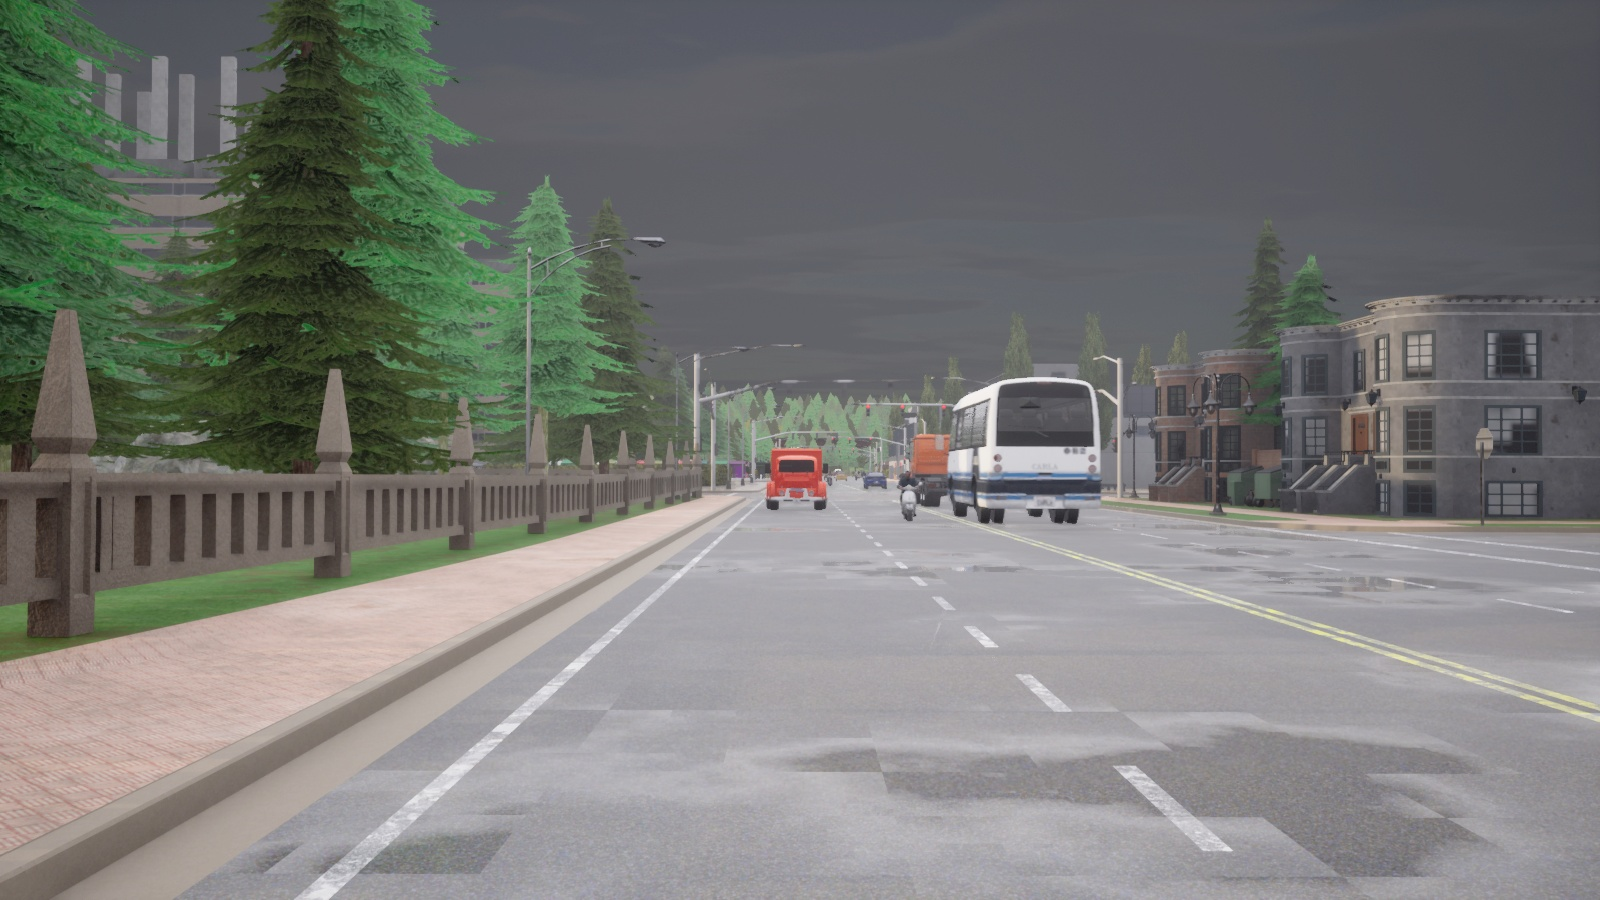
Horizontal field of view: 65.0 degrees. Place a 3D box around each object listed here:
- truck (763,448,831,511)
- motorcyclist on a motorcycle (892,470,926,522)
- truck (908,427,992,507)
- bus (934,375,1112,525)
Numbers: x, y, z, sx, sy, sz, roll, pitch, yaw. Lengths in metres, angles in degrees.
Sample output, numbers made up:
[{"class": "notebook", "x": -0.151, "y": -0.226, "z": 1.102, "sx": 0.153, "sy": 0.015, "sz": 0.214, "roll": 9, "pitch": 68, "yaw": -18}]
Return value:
[{"class": "truck", "x": -0.131, "y": 1.189, "z": 51.336, "sx": 2.627, "sy": 2.467, "sz": 5.204, "roll": 0, "pitch": -1, "yaw": 0}, {"class": "motorcyclist on a motorcycle", "x": 3.400, "y": 1.413, "z": 39.301, "sx": 0.866, "sy": 1.590, "sz": 1.817, "roll": 0, "pitch": -1, "yaw": 0}, {"class": "truck", "x": 6.849, "y": 0.785, "z": 58.414, "sx": 2.891, "sy": 3.462, "sz": 7.936, "roll": 0, "pitch": -1, "yaw": 0}, {"class": "bus", "x": 6.891, "y": 0.096, "z": 40.875, "sx": 3.944, "sy": 4.253, "sz": 10.273, "roll": 0, "pitch": -1, "yaw": 0}]
